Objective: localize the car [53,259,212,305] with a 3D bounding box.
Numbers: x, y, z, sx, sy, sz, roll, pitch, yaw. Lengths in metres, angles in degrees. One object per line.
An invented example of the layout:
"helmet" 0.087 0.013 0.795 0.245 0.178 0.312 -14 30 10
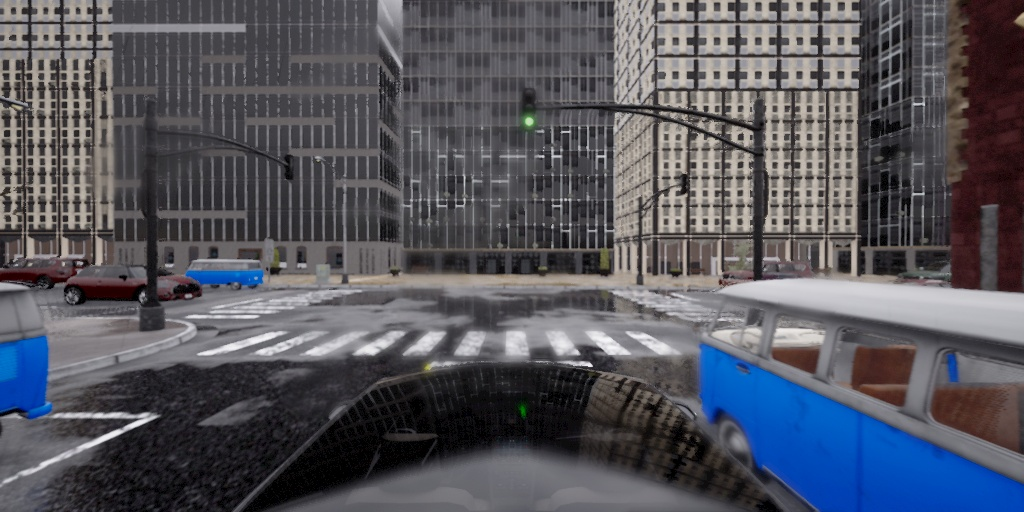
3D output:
"car" -16.408 1.162 15.716 4.553 1.767 2.097 0 0 0

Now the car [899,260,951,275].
"car" 23.576 1.212 18.807 5.566 2.045 2.150 0 0 0

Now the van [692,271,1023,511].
"van" 2.691 1.093 2.050 1.690 1.789 3.998 0 0 0

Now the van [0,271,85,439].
"van" -5.690 1.094 2.050 1.690 1.789 3.998 0 0 0

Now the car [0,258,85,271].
"car" -28.266 1.037 21.545 5.009 1.841 2.192 0 0 0

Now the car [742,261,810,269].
"car" 15.169 1.246 21.430 5.009 1.841 2.192 0 0 0

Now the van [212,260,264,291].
"van" -17.220 1.112 21.515 3.998 1.789 1.690 0 0 0

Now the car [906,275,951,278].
"car" 15.146 1.527 13.050 4.507 1.381 1.888 0 0 0

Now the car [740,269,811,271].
"car" 13.659 1.540 18.833 4.718 1.301 1.895 0 0 0
